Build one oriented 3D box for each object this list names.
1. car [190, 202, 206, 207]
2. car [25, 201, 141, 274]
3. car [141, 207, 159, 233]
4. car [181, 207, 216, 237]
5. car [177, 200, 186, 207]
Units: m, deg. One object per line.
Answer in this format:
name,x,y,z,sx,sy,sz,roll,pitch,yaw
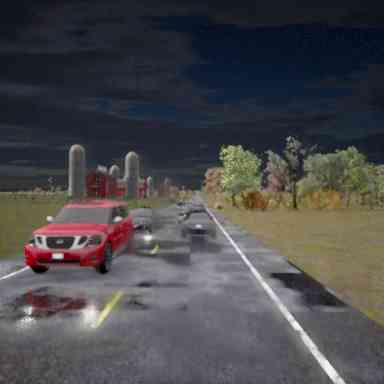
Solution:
car,0.776,2.066,43.428,2.128,1.511,4.902,0,-1,1
car,-3.433,1.354,11.450,2.150,2.045,5.566,0,-1,1
car,-3.259,1.775,21.859,1.837,1.490,4.892,0,-1,1
car,0.398,1.828,19.855,1.994,1.385,4.181,0,-1,1
car,-2.338,2.446,72.866,2.033,1.411,5.357,0,-1,1
